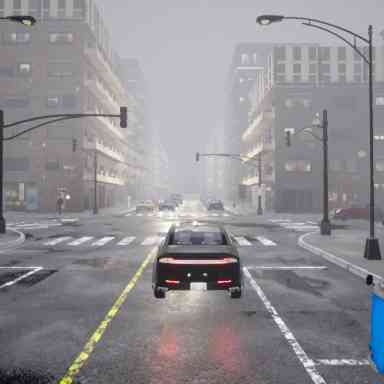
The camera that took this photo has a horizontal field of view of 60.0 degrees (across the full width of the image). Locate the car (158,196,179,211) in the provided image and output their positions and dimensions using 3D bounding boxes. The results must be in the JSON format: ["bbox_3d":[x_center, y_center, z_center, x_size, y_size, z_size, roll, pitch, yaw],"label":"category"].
[{"bbox_3d":[-2.995,1.562,40.910,2.033,1.411,5.357,0,0,0],"label":"car"}]

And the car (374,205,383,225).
[{"bbox_3d":[13.590,1.583,19.687,4.313,1.339,1.947,0,-1,1],"label":"car"}]

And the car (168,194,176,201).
[{"bbox_3d":[-5.439,1.480,90.717,1.967,1.590,4.097,1,0,0],"label":"car"}]

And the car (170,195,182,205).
[{"bbox_3d":[-2.961,1.544,50.813,1.812,1.442,4.674,0,0,0],"label":"car"}]

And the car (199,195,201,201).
[{"bbox_3d":[2.881,1.552,68.294,1.752,1.417,4.829,1,0,0],"label":"car"}]

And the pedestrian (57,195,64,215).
[{"bbox_3d":[-12.457,1.217,31.392,0.375,1.860,0.375,0,-1,1],"label":"pedestrian"}]

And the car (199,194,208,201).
[{"bbox_3d":[2.928,1.352,85.051,2.192,1.841,5.009,1,0,0],"label":"car"}]

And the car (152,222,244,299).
[{"bbox_3d":[0.123,1.494,8.454,2.128,1.511,4.902,0,0,0],"label":"car"}]

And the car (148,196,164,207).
[{"bbox_3d":[-5.542,1.459,51.218,1.967,1.590,4.097,1,0,0],"label":"car"}]

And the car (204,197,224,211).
[{"bbox_3d":[2.807,1.580,39.911,1.947,1.339,4.313,1,0,0],"label":"car"}]

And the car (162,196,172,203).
[{"bbox_3d":[-5.485,1.575,73.789,1.887,1.381,4.507,1,0,0],"label":"car"}]

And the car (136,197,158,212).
[{"bbox_3d":[-5.573,1.539,39.763,1.752,1.417,4.829,1,0,0],"label":"car"}]

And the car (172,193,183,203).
[{"bbox_3d":[-2.902,1.245,61.551,2.150,2.045,5.566,0,0,1],"label":"car"}]

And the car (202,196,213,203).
[{"bbox_3d":[2.821,1.567,45.554,2.008,1.369,4.403,1,0,0],"label":"car"}]

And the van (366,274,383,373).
[{"bbox_3d":[2.679,1.342,1.965,1.690,1.788,3.998,1,0,0],"label":"van"}]

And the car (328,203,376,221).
[{"bbox_3d":[13.715,1.608,28.068,4.097,1.590,1.967,0,-1,1],"label":"car"}]

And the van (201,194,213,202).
[{"bbox_3d":[2.854,1.362,56.838,1.690,1.788,3.998,1,0,0],"label":"van"}]
